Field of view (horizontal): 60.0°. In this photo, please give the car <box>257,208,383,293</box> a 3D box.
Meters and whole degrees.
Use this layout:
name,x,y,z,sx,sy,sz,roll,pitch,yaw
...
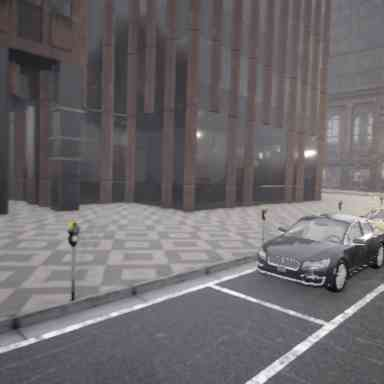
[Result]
name,x,y,z,sx,sy,sz,roll,pitch,yaw
car,3.270,1.224,7.974,2.008,1.369,4.403,5,4,44

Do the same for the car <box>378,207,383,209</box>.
name,x,y,z,sx,sy,sz,roll,pitch,yaw
car,7.024,1.117,11.791,1.752,1.417,4.829,5,4,44
